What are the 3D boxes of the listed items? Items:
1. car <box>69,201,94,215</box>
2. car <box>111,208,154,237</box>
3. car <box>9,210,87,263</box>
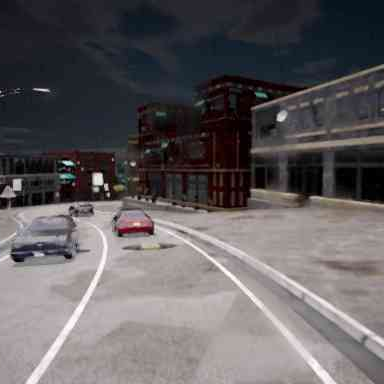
[{"bbox_3d":[-12.020,1.751,36.004,2.128,1.511,4.902,-3,1,-30],"label":"car"},{"bbox_3d":[-3.441,1.606,18.777,1.994,1.385,4.181,-2,0,-18],"label":"car"},{"bbox_3d":[-5.406,1.630,12.884,2.033,1.411,5.357,-1,-1,-15],"label":"car"}]
